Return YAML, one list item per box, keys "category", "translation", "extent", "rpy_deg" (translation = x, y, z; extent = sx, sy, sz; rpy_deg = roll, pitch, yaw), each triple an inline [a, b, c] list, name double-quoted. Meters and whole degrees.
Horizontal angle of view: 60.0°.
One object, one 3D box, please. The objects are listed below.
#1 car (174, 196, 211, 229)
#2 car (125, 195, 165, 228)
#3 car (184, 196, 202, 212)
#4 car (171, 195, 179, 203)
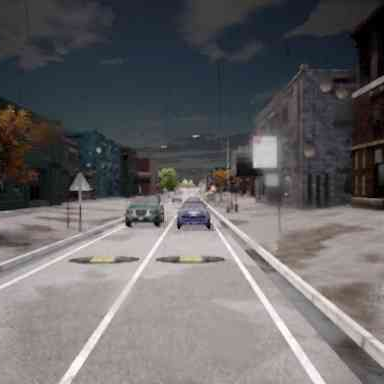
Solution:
- category: "car"
  translation: [0.108, 1.359, 22.034]
  extent: [2.097, 1.767, 4.553]
  rpy_deg: [0, 0, 0]
- category: "car"
  translation: [-3.090, 1.228, 22.824]
  extent: [2.150, 2.045, 5.566]
  rpy_deg: [0, 0, 0]
- category: "car"
  translation: [0.116, 1.339, 39.737]
  extent: [2.097, 1.767, 4.553]
  rpy_deg: [0, 0, 0]
- category: "car"
  translation: [-2.977, 1.382, 65.096]
  extent: [1.812, 1.442, 4.674]
  rpy_deg: [0, -1, 0]
